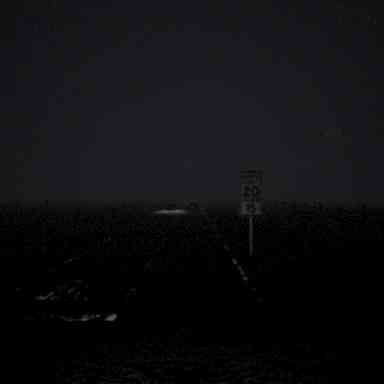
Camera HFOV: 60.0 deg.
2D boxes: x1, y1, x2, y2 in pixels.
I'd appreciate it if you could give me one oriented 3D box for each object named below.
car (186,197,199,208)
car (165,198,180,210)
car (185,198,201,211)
[{"bbox_3d":[0.070,1.640,52.146,1.837,1.490,4.892,-1,0,0],"label":"car"},{"bbox_3d":[-2.690,1.628,46.318,1.882,1.535,5.008,-1,0,0],"label":"car"},{"bbox_3d":[0.056,1.631,42.141,1.812,1.442,4.674,-1,0,0],"label":"car"}]
